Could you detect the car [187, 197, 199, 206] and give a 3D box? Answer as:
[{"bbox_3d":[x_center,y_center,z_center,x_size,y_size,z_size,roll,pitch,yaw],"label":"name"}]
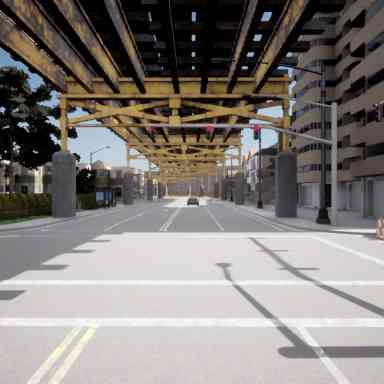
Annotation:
[{"bbox_3d":[0.178,1.564,56.250,1.994,1.385,4.181,0,0,0],"label":"car"}]
